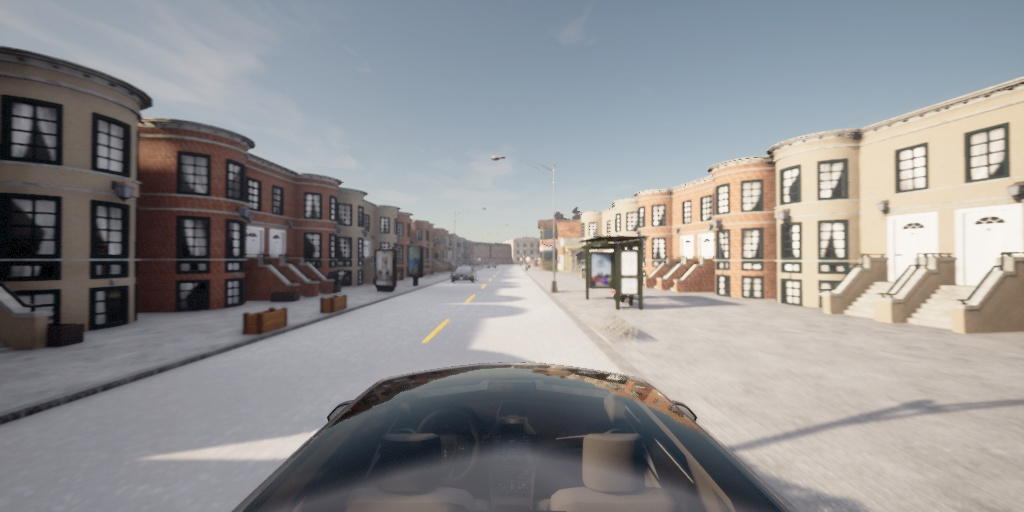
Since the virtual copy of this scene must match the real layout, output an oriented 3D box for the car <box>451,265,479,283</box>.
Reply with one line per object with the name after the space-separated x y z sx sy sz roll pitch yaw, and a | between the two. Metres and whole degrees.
-4.090 1.556 31.322 1.812 1.442 4.674 0 -1 0 | car
